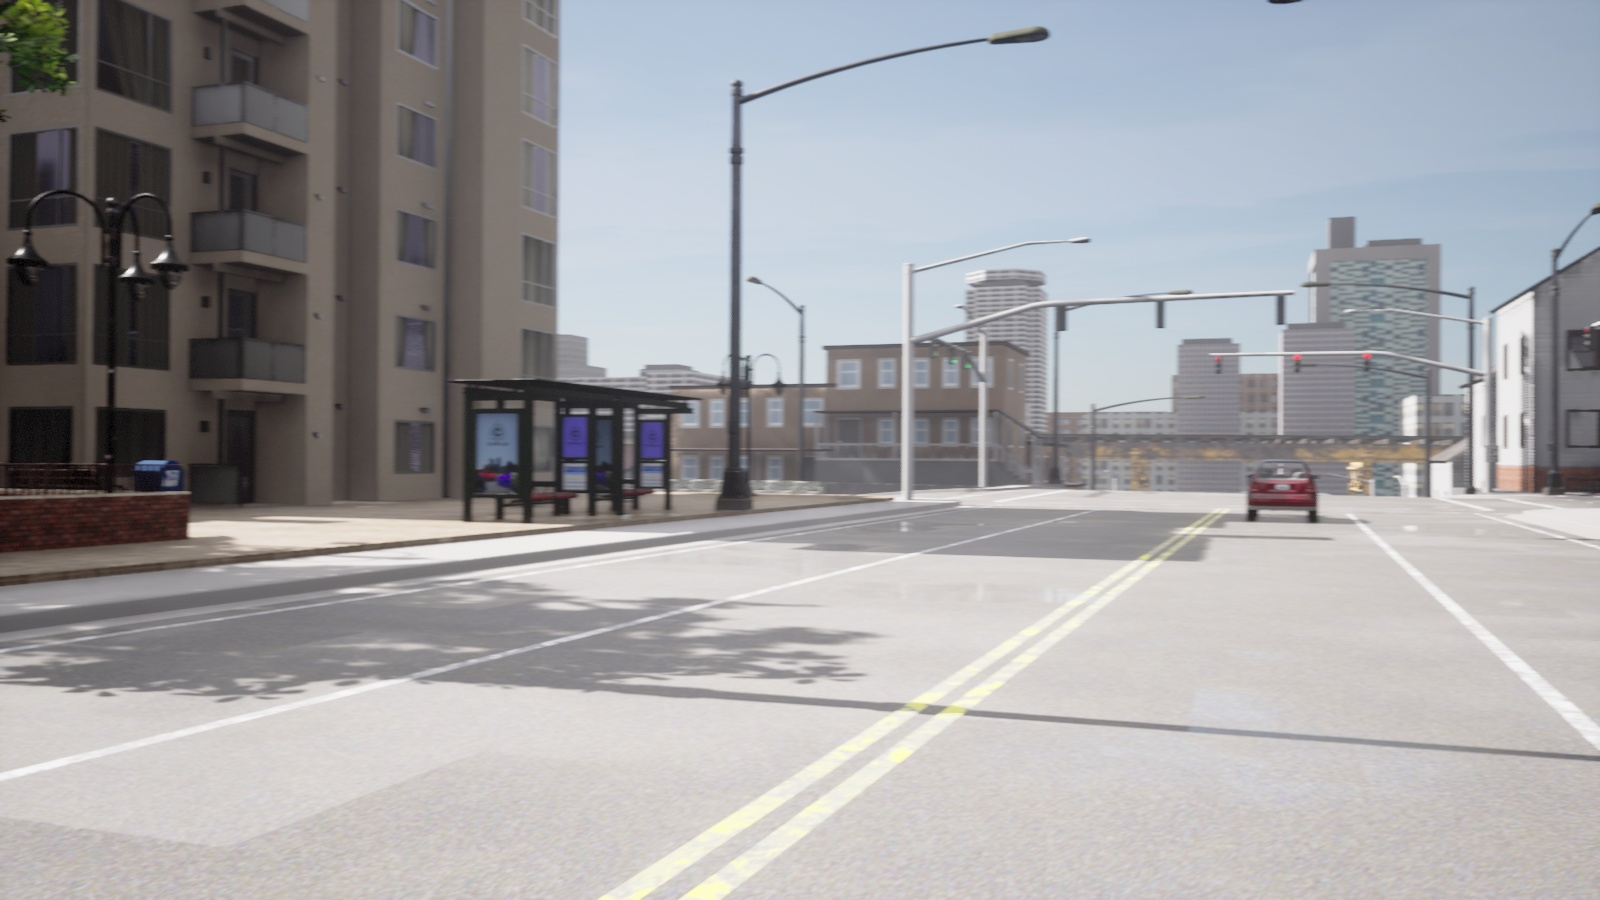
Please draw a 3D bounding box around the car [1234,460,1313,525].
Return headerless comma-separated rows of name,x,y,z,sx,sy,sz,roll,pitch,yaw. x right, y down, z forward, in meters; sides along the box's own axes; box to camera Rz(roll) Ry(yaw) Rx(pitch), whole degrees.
car,12.224,1.045,32.393,1.789,1.549,3.705,0,0,21
